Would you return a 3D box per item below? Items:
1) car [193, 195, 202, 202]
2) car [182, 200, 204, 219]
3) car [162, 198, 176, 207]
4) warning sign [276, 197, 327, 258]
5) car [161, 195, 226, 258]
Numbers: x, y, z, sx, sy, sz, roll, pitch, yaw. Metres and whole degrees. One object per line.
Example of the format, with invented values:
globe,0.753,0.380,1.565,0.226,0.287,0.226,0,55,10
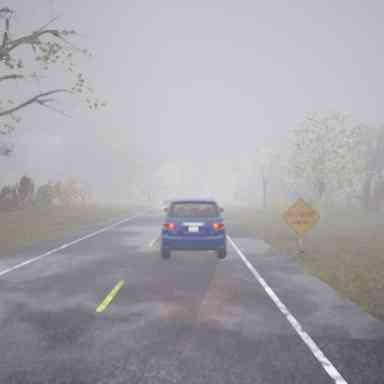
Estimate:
car,1.229,1.511,76.035,1.801,1.575,5.366,0,0,0
car,0.078,1.511,29.918,1.812,1.442,4.674,0,0,0
car,-3.569,1.602,52.598,1.895,1.301,4.718,0,0,0
warning sign,3.546,1.105,10.849,1.300,1.860,1.060,0,0,0
car,0.067,1.212,12.855,2.150,2.045,5.566,0,0,0
